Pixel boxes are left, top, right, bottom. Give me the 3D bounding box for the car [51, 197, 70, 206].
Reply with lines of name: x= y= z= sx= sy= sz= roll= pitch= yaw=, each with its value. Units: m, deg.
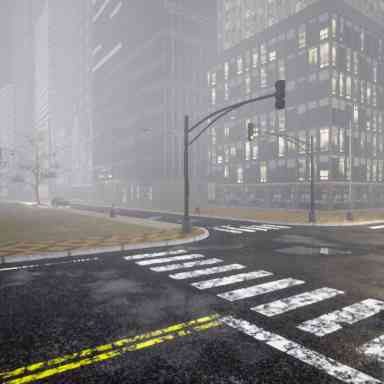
car: x=-21.594 y=1.553 z=54.301 sx=2.033 sy=1.411 sz=5.357 roll=0 pitch=0 yaw=-35
